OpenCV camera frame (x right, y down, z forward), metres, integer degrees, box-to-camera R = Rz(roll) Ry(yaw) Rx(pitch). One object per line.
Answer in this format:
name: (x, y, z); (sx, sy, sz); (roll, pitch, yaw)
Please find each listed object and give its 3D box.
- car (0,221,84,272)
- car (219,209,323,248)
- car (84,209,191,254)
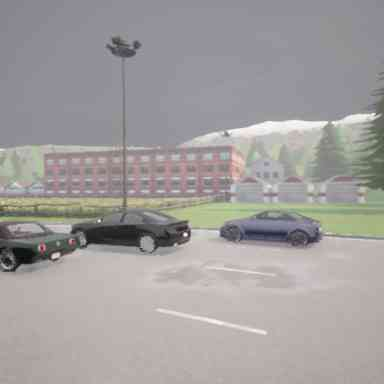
car: (-6.010, 1.565, 10.429); (4.718, 1.301, 1.895); (0, 0, 21)
car: (3.277, 1.434, 14.042); (4.181, 1.385, 1.994); (0, 0, 29)
car: (-2.492, 1.397, 13.011); (5.008, 1.535, 1.882); (0, 0, 24)
